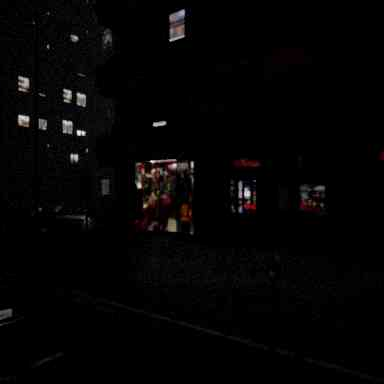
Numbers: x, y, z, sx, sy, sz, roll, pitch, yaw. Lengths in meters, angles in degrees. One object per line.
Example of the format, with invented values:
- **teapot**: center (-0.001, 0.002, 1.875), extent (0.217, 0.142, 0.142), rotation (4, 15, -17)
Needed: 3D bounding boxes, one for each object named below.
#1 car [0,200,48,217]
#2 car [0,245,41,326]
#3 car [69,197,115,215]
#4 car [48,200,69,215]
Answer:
- **car**: center (-14.093, 1.339, 26.100), extent (2.008, 1.369, 4.403), rotation (1, 1, 35)
- **car**: center (-4.521, 1.549, 6.094), extent (4.403, 1.369, 2.008), rotation (0, 0, 35)
- **car**: center (-8.193, 1.202, 30.049), extent (1.837, 1.490, 4.892), rotation (0, 1, 35)
- **car**: center (-11.005, 1.239, 30.526), extent (1.752, 1.417, 4.829), rotation (1, 1, 35)
